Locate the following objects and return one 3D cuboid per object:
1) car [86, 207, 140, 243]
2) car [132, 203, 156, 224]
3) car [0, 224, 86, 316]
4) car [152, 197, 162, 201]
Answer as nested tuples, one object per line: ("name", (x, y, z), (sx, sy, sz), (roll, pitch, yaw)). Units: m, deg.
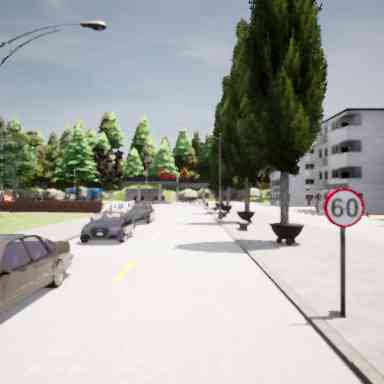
("car", (-4.085, 1.685, 16.729), (1.994, 1.385, 4.181), (0, 0, 0))
("car", (-4.040, 1.698, 26.722), (1.837, 1.490, 4.892), (0, 0, 1))
("car", (-4.099, 1.597, 6.717), (2.033, 1.411, 5.357), (0, 0, 0))
("car", (-8.973, 2.058, 89.531), (3.633, 1.501, 1.845), (0, 0, 0))
